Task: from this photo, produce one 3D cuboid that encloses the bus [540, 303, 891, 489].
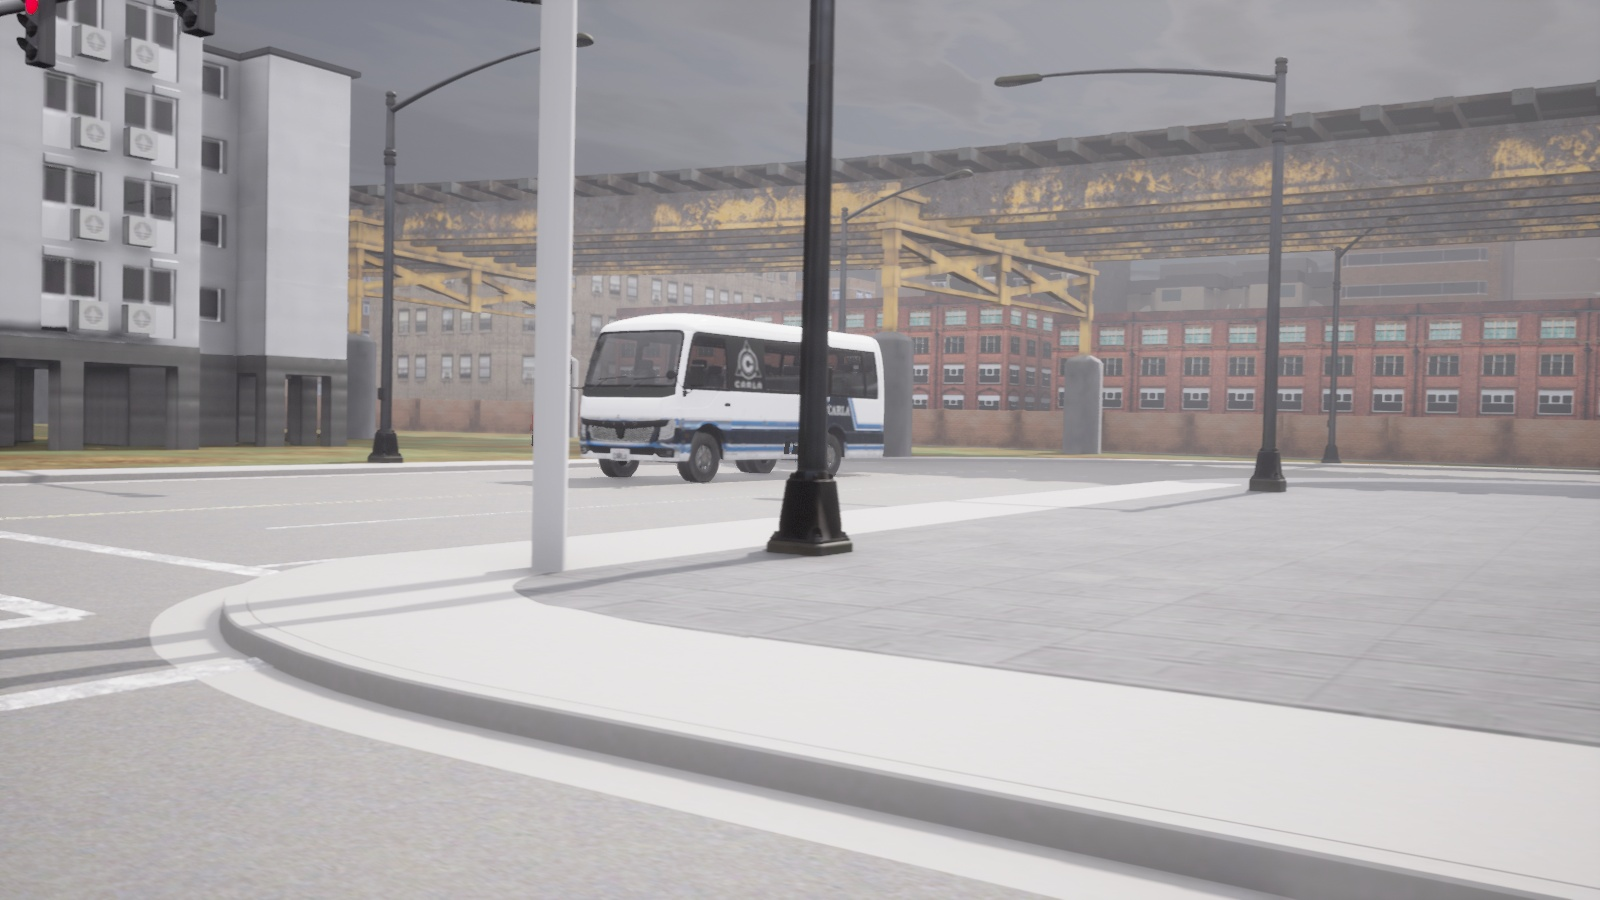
[{"bbox_3d":[-1.856,-1.339,33.990,3.944,4.253,10.273,1,1,35],"label":"bus"}]
